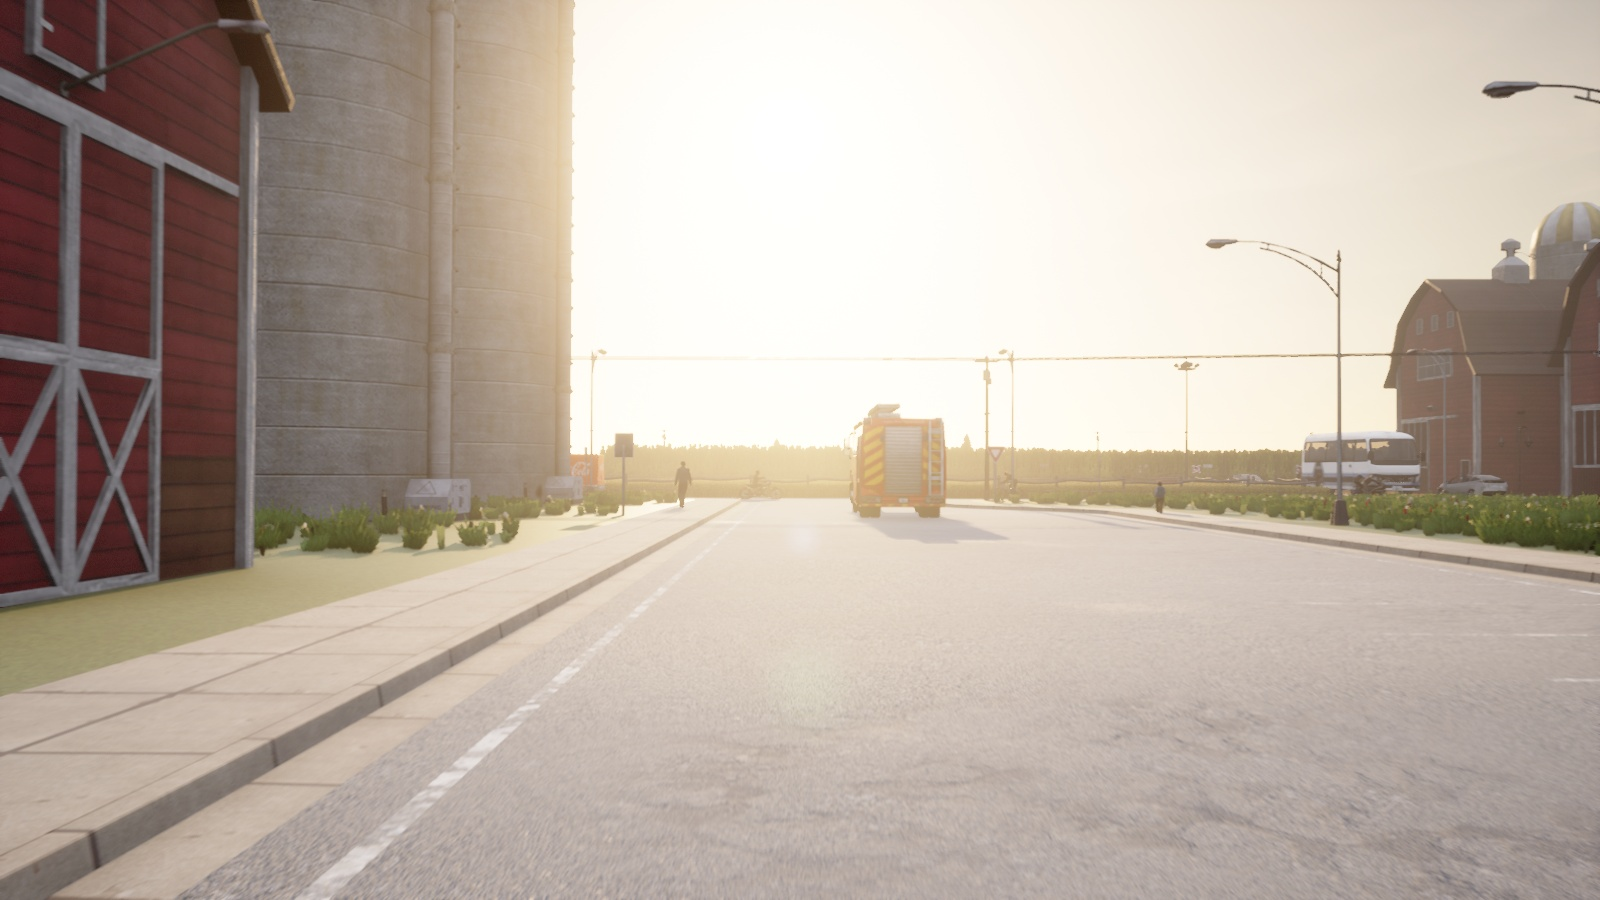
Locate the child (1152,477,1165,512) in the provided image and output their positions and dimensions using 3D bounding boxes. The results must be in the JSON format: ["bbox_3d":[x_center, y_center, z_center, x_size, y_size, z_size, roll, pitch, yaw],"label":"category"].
[{"bbox_3d":[12.342,1.524,43.190,0.343,1.192,0.448,0,-1,5],"label":"child"}]

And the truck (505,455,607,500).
[{"bbox_3d":[-13.732,1.570,70.905,5.204,2.467,2.627,0,-1,1],"label":"truck"}]

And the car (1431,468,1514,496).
[{"bbox_3d":[38.055,1.793,71.226,2.007,1.525,4.514,0,-1,-4],"label":"car"}]

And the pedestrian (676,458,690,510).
[{"bbox_3d":[-4.431,1.285,47.636,0.423,1.949,0.788,0,-1,-12],"label":"pedestrian"}]

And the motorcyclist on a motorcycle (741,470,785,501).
[{"bbox_3d":[-1.970,1.899,67.247,2.350,1.649,0.766,0,-1,1],"label":"motorcyclist on a motorcycle"}]

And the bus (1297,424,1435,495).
[{"bbox_3d":[36.243,0.650,81.071,3.944,4.253,10.273,0,-1,-2],"label":"bus"}]

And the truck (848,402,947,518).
[{"bbox_3d":[3.387,0.403,45.815,2.891,3.827,8.468,0,-1,0],"label":"truck"}]

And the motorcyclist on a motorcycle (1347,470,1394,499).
[{"bbox_3d":[30.677,1.846,67.518,2.191,1.530,0.866,0,-1,-13],"label":"motorcyclist on a motorcycle"}]
